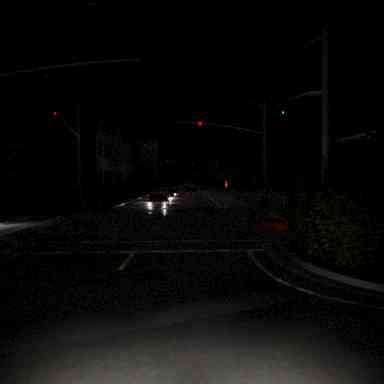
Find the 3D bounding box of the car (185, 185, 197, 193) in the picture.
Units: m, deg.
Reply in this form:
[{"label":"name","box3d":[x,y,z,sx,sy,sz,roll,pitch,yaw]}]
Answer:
[{"label":"car","box3d":[-0.173,-0.546,58.693,1.812,1.442,4.674,-1,2,0]}]

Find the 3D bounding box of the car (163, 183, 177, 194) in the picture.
[{"label":"car","box3d":[-3.728,-0.642,57.572,2.097,1.767,4.553,-1,2,0]}]

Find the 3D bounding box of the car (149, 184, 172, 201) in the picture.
[{"label":"car","box3d":[-3.718,0.162,37.765,1.882,1.535,5.008,-1,2,0]}]

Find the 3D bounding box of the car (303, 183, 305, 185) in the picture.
[{"label":"car","box3d":[18.890,-0.874,59.132,1.970,1.475,3.806,-1,2,0]}]

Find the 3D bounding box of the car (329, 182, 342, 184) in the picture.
[{"label":"car","box3d":[25.304,-1.035,59.484,2.152,1.636,5.027,-1,2,0]}]

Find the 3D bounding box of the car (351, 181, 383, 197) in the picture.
[{"label":"car","box3d":[22.258,-0.462,42.094,1.932,1.855,4.605,-1,2,0]}]

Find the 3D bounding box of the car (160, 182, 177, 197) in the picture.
[{"label":"car","box3d":[-3.742,-0.438,47.789,2.150,2.045,5.566,-1,2,0]}]

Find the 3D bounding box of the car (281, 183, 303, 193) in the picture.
[{"label":"car","box3d":[15.266,-0.526,52.071,2.007,1.523,4.514,-1,2,0]}]

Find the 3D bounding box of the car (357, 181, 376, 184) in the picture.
[{"label":"car","box3d":[19.013,-0.177,34.214,1.905,1.878,3.866,-1,2,0]}]
